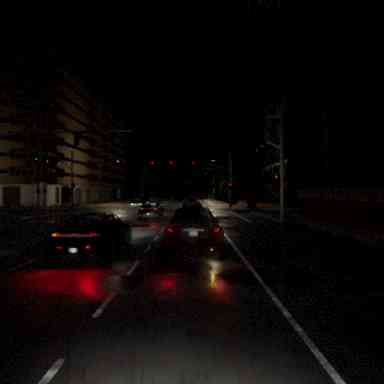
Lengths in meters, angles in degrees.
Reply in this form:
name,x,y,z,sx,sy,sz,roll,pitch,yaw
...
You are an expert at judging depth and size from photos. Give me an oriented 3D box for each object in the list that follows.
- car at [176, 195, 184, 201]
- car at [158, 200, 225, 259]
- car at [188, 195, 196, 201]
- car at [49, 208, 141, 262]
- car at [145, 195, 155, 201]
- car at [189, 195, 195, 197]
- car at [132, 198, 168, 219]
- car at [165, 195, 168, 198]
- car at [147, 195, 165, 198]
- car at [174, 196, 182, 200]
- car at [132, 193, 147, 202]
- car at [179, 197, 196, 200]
name,x,y,z,sx,sy,sz,roll,pitch,yaw
car,-3.395,1.650,92.134,1.994,1.385,4.181,0,0,1
car,0.062,1.369,12.889,2.097,1.767,4.553,0,0,0
car,0.105,1.638,92.091,2.033,1.411,5.357,0,0,1
car,-3.442,1.504,12.102,2.128,1.511,4.902,0,0,0
car,-10.501,1.583,83.637,1.994,1.385,4.181,0,0,1
car,-0.022,1.626,81.898,2.128,1.511,4.902,0,0,1
car,-3.511,1.554,29.054,2.128,1.511,4.902,0,0,0
car,-7.001,1.568,83.650,2.033,1.411,5.357,0,0,1
car,-7.209,1.594,67.293,2.128,1.511,4.902,0,0,1
car,-3.527,1.636,81.502,2.033,1.411,5.357,0,0,1
car,-10.707,1.308,67.211,2.150,2.045,5.566,0,0,1
car,-0.018,1.543,30.562,1.882,1.535,5.008,0,0,0
